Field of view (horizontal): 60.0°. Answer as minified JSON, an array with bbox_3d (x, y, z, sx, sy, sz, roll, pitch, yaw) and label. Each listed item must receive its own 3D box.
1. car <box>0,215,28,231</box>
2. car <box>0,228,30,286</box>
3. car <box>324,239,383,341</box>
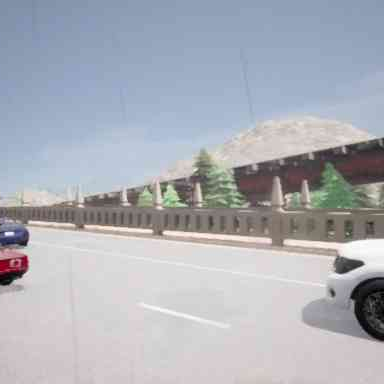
[{"bbox_3d":[-9.079,1.698,14.768,4.181,1.385,1.994,-1,0,35],"label":"car"},{"bbox_3d":[-6.223,1.684,8.430,4.718,1.301,1.895,-1,0,36],"label":"car"},{"bbox_3d":[4.930,1.210,4.775,5.566,2.045,2.150,-1,0,36],"label":"car"}]
